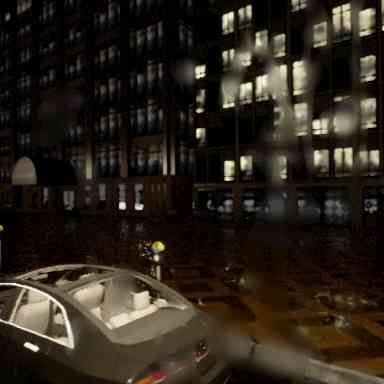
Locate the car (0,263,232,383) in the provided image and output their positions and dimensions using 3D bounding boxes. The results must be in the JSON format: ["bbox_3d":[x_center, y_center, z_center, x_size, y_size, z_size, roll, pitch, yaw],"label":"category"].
[{"bbox_3d":[-1.656,1.575,4.066,4.403,1.369,2.008,0,-1,36],"label":"car"}]
